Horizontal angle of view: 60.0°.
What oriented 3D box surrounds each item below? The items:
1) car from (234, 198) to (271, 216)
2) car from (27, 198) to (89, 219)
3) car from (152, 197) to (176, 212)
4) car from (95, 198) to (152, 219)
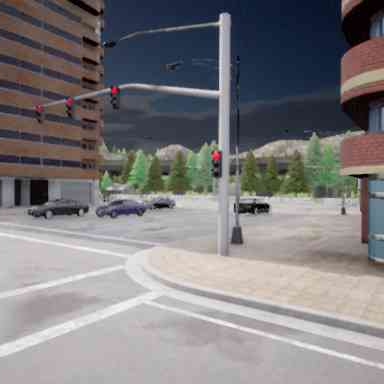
[{"bbox_3d":[5.774,1.354,31.298,1.882,1.535,5.008,1,0,36],"label":"car"},{"bbox_3d":[-10.633,1.285,26.762,1.837,1.490,4.892,1,0,36],"label":"car"},{"bbox_3d":[-3.788,1.272,36.191,2.128,1.511,4.902,1,0,36],"label":"car"},{"bbox_3d":[-5.775,1.338,27.512,1.812,1.442,4.674,1,0,36],"label":"car"}]
